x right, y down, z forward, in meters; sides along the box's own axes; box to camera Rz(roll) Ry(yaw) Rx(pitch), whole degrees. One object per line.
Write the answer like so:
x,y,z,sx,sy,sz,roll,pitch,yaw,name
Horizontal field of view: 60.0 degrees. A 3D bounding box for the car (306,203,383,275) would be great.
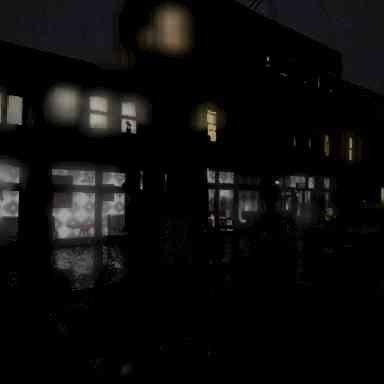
5.839,1.316,10.701,5.009,1.841,2.192,0,1,-35,car
